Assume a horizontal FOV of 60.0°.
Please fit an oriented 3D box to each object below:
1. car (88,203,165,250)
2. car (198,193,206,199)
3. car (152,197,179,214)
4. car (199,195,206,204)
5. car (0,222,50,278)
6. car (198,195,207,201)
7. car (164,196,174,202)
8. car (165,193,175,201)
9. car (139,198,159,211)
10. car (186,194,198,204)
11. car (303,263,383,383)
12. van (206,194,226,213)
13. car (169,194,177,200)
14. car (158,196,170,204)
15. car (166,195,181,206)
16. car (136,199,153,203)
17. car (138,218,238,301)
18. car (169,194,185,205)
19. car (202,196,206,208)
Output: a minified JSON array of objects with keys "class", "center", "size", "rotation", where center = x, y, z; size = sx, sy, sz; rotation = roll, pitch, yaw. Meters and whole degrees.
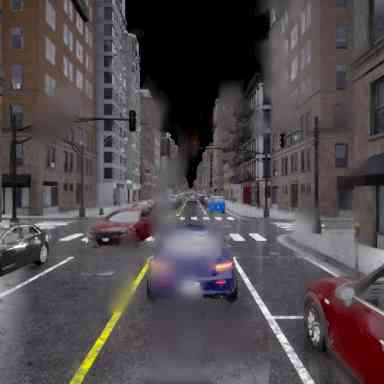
[{"class":"car","center":[-2.820,1.477,14.648],"size":[1.882,1.535,5.008],"rotation":[-1,0,8]},{"class":"car","center":[2.711,1.304,64.477],"size":[2.192,1.841,5.009],"rotation":[0,0,0]},{"class":"car","center":[-2.809,1.562,35.963],"size":[1.994,1.385,4.181],"rotation":[0,0,0]},{"class":"car","center":[2.704,1.575,58.795],"size":[1.802,1.307,4.206],"rotation":[0,0,0]},{"class":"car","center":[-5.379,1.551,8.989],"size":[2.008,1.369,4.403],"rotation":[0,0,0]},{"class":"car","center":[2.736,1.523,87.201],"size":[2.008,1.369,4.403],"rotation":[0,0,0]},{"class":"car","center":[-5.302,1.546,75.844],"size":[1.947,1.339,4.313],"rotation":[0,0,0]},{"class":"car","center":[-5.295,1.291,81.525],"size":[2.192,1.841,5.009],"rotation":[0,0,0]},{"class":"car","center":[-5.341,1.542,41.752],"size":[1.887,1.381,4.507],"rotation":[0,0,0]},{"class":"car","center":[0.126,1.535,65.820],"size":[2.033,1.411,5.357],"rotation":[0,0,0]},{"class":"car","center":[2.640,1.440,3.470],"size":[1.967,1.590,4.097],"rotation":[0,0,0]},{"class":"van","center":[2.677,1.339,36.070],"size":[1.690,1.788,3.998],"rotation":[0,0,0]},{"class":"car","center":[-5.282,1.408,92.889],"size":[1.967,1.590,4.097],"rotation":[0,0,0]},{"class":"car","center":[-5.315,1.555,64.480],"size":[1.947,1.339,4.313],"rotation":[0,0,0]},{"class":"car","center":[-2.798,1.504,45.253],"size":[1.837,1.490,4.892],"rotation":[0,0,0]},{"class":"car","center":[-5.348,1.549,36.071],"size":[2.008,1.369,4.403],"rotation":[0,0,0]},{"class":"car","center":[0.013,1.526,8.220],"size":[1.812,1.442,4.674],"rotation":[0,0,0]},{"class":"car","center":[-2.767,1.559,55.894],"size":[1.994,1.385,4.181],"rotation":[0,0,1]},{"class":"car","center":[2.691,1.579,47.432],"size":[1.802,1.307,4.206],"rotation":[0,0,0]}]
